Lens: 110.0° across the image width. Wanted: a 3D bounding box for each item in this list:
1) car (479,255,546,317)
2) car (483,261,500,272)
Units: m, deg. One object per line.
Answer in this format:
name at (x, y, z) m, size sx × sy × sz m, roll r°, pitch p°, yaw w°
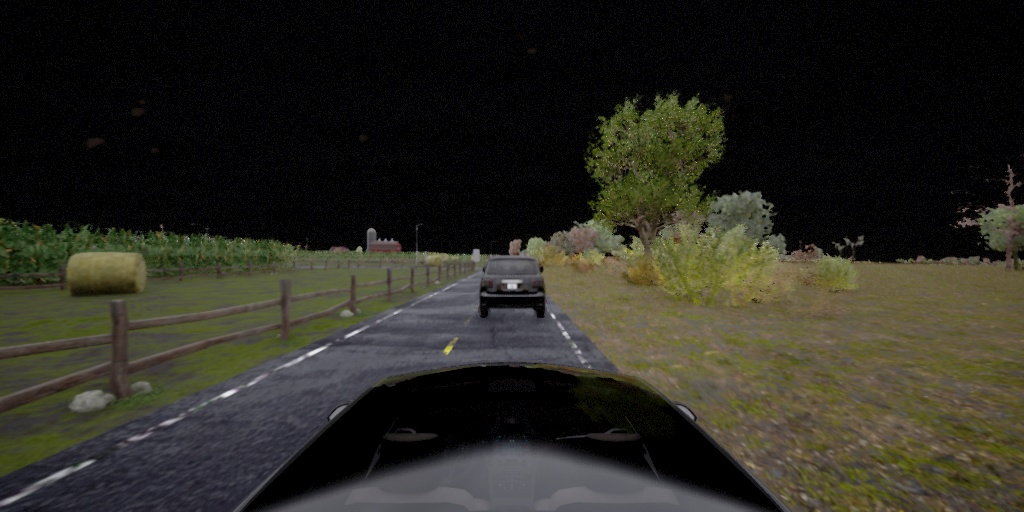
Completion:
car at (0.034, 0.999, 13.415) m, size 2.150 × 2.045 × 5.566 m, roll 0°, pitch 0°, yaw 1°
car at (-2.792, 1.451, 49.091) m, size 1.994 × 1.385 × 4.181 m, roll 0°, pitch 0°, yaw 1°
